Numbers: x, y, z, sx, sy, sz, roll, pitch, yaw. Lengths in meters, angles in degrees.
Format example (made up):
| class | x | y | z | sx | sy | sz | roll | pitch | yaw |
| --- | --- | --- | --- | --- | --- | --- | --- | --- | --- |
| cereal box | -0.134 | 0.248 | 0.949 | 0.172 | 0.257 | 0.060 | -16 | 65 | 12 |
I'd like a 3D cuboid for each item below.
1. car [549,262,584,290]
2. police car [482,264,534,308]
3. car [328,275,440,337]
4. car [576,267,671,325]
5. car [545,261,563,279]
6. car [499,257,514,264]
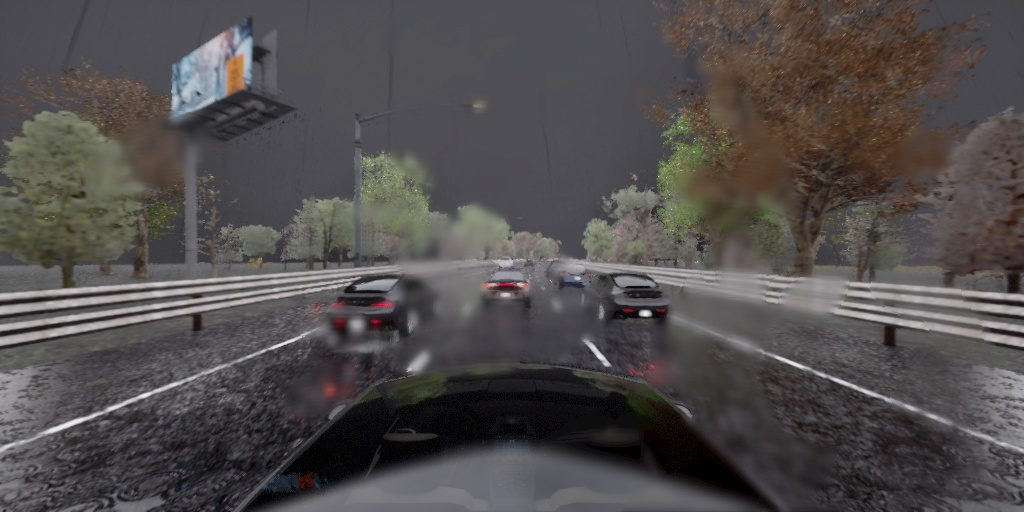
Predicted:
| class | x | y | z | sx | sy | sz | roll | pitch | yaw |
| --- | --- | --- | --- | --- | --- | --- | --- | --- | --- |
| car | 3.793 | 1.313 | 22.821 | 2.163 | 1.488 | 4.792 | 0 | 0 | 2 |
| police car | -0.093 | 1.286 | 15.549 | 2.038 | 1.542 | 4.974 | 0 | 0 | 3 |
| car | -3.376 | 1.271 | 10.318 | 1.837 | 1.490 | 4.892 | 0 | 0 | 1 |
| car | 3.566 | 1.283 | 11.915 | 1.837 | 1.490 | 4.892 | 0 | 0 | 1 |
| car | 4.171 | 1.276 | 33.662 | 2.033 | 1.649 | 4.856 | 0 | 0 | 2 |
| car | -0.988 | 1.154 | 63.420 | 2.150 | 2.045 | 5.566 | 0 | -1 | 5 |
